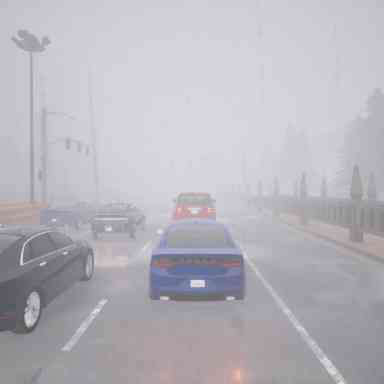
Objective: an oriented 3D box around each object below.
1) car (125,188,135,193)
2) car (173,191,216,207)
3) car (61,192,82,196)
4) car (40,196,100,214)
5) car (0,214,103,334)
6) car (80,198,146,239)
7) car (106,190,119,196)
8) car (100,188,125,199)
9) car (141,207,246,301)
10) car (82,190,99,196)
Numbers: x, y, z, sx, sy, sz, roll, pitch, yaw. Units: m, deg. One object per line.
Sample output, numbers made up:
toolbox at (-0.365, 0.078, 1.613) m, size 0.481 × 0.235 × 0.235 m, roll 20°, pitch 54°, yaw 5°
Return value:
car at (-13.783, 0.214, 68.674) m, size 2.150 × 2.045 × 5.566 m, roll 0°, pitch 1°, yaw 0°
car at (0.124, 0.978, 18.059) m, size 2.150 × 2.045 × 5.566 m, roll 0°, pitch 1°, yaw 0°
car at (-20.902, 0.697, 56.609) m, size 1.812 × 1.442 × 4.674 m, roll 0°, pitch 1°, yaw 1°
car at (-6.869, 1.219, 19.059) m, size 1.882 × 1.535 × 5.008 m, roll 0°, pitch 1°, yaw 0°
car at (-3.401, 1.435, 6.603) m, size 1.837 × 1.490 × 4.892 m, roll 0°, pitch 1°, yaw 0°
car at (-3.379, 1.279, 15.976) m, size 2.128 × 1.511 × 4.902 m, roll 0°, pitch 1°, yaw 0°
car at (-20.714, 0.250, 87.092) m, size 2.033 × 1.411 × 5.357 m, roll 0°, pitch 1°, yaw 0°
car at (-13.900, 0.367, 58.352) m, size 2.150 × 2.045 × 5.566 m, roll 0°, pitch 1°, yaw 0°
car at (0.101, 1.383, 8.189) m, size 1.882 × 1.535 × 5.008 m, roll 0°, pitch 1°, yaw 0°
car at (-20.793, 0.377, 66.263) m, size 2.097 × 1.767 × 4.553 m, roll 0°, pitch 1°, yaw 0°
